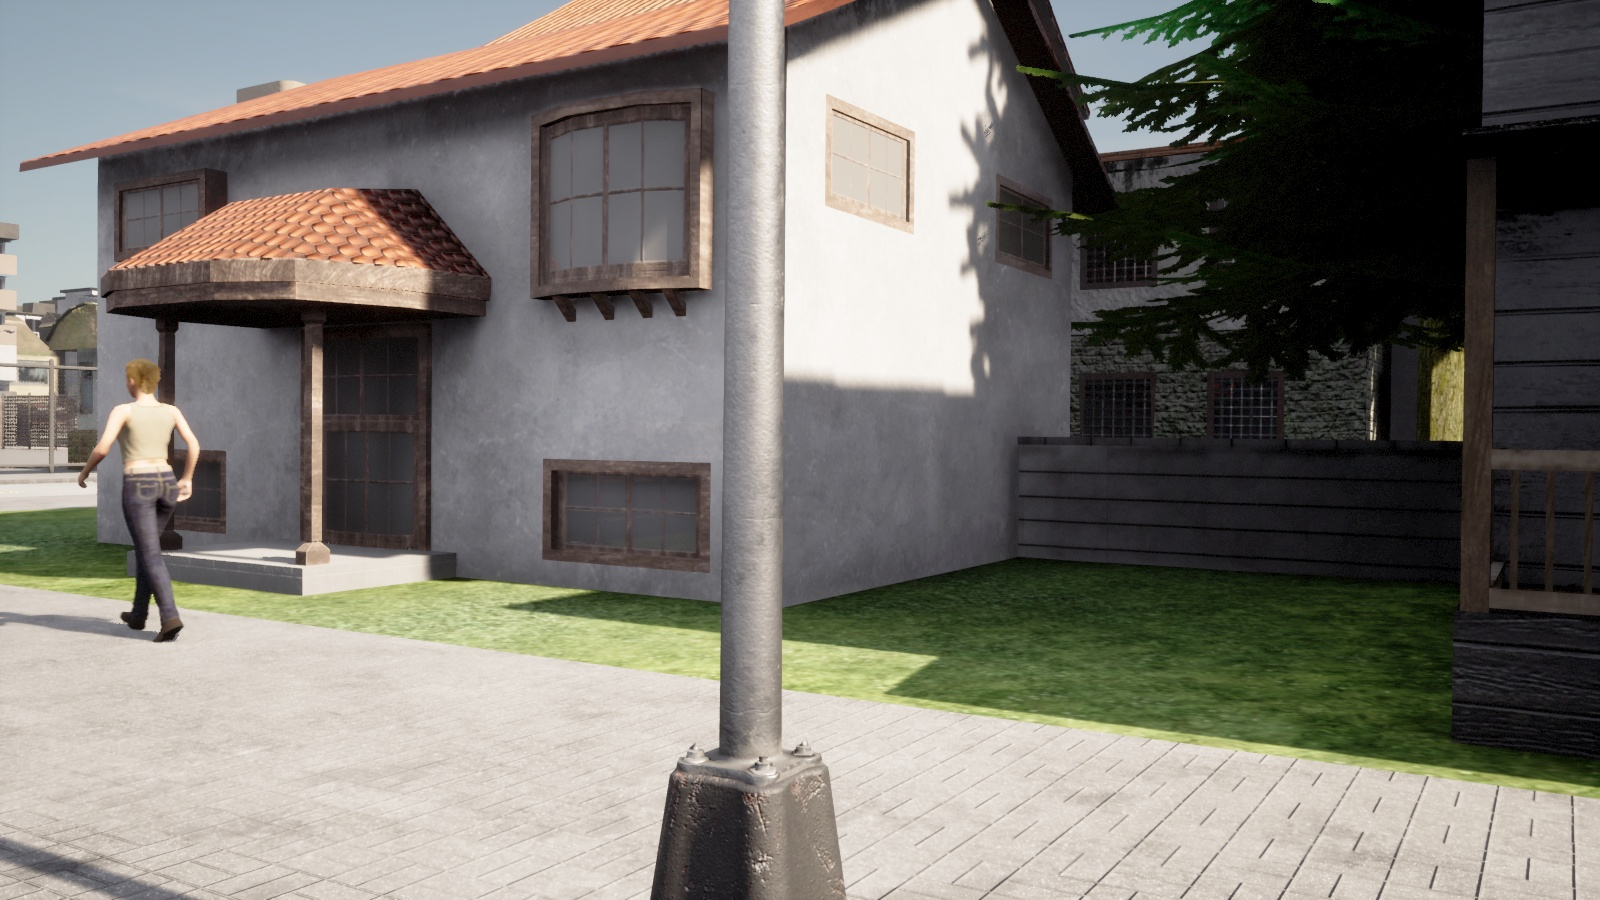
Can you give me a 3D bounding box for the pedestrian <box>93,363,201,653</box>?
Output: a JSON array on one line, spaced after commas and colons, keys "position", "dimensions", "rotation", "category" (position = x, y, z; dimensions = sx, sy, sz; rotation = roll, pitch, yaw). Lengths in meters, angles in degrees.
[{"position": [-4.297, 0.367, 8.267], "dimensions": [0.594, 1.836, 0.345], "rotation": [0, 1, 31], "category": "pedestrian"}]
